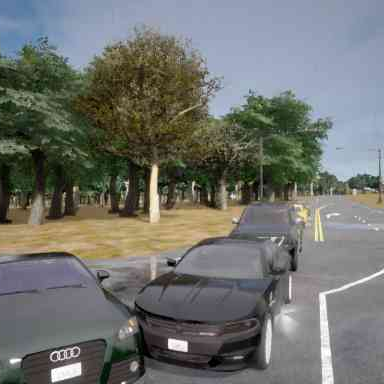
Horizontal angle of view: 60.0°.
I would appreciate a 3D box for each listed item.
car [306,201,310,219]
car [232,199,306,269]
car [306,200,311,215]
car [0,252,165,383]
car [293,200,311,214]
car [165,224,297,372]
[{"bbox_3d":[7.249,1.663,24.035,1.882,1.535,5.008,-1,0,21],"label":"car"},{"bbox_3d":[2.867,1.459,12.380,2.150,2.045,5.566,-2,0,21],"label":"car"},{"bbox_3d":[9.311,1.723,29.538,1.812,1.442,4.674,-1,0,21],"label":"car"},{"bbox_3d":[-2.303,1.643,4.944,1.994,1.385,4.181,1,-2,-33],"label":"car"},{"bbox_3d":[13.340,1.746,40.121,1.812,1.442,4.674,-1,0,21],"label":"car"},{"bbox_3d":[0.743,1.613,6.240,1.882,1.535,5.008,-1,-2,21],"label":"car"}]
